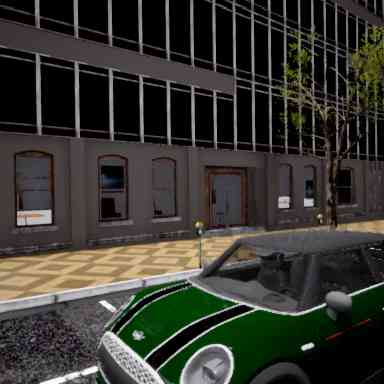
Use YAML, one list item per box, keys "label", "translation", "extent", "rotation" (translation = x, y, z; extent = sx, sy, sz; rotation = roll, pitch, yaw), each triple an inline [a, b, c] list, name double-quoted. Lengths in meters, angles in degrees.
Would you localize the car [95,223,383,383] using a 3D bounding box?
- label: "car"
  translation: [1.181, 1.351, 4.214]
  extent: [4.553, 1.767, 2.097]
  rotation: [0, 0, -35]
